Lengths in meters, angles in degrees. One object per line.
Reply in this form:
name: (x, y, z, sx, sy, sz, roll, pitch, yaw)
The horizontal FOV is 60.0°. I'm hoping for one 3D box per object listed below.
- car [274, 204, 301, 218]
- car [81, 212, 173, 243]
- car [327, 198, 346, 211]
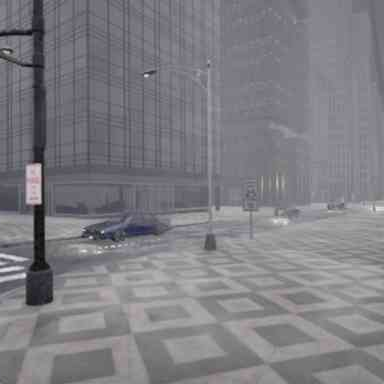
car: (10.880, 2.081, 37.771, 2.128, 1.511, 4.902, -1, -1, 35)
car: (-3.254, 1.809, 17.953, 2.033, 1.411, 5.357, -1, -1, 35)
car: (25.089, 2.028, 57.700, 2.150, 2.045, 5.566, -1, -1, 35)
